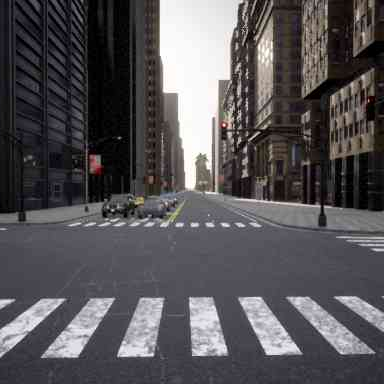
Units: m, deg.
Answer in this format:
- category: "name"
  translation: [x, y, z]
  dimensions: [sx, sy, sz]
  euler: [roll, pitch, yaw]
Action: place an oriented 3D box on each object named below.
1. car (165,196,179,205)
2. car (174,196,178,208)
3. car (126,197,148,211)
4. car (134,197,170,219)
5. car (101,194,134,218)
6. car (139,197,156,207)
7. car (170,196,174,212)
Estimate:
- category: "car"
  translation: [-3.422, 1.466, 58.478]
  dimensions: [2.033, 1.411, 5.357]
  euler: [0, 0, 0]
- category: "car"
  translation: [-3.444, 1.502, 48.061]
  dimensions: [1.994, 1.385, 4.181]
  euler: [0, 0, -1]
- category: "car"
  translation: [-6.663, 1.429, 40.663]
  dimensions: [1.882, 1.535, 5.008]
  euler: [0, 0, 0]
- category: "car"
  translation: [-3.399, 1.323, 29.054]
  dimensions: [2.097, 1.767, 4.553]
  euler: [0, 0, 0]
- category: "car"
  translation: [-6.654, 1.190, 30.658]
  dimensions: [2.150, 2.045, 5.566]
  euler: [0, 0, 0]
- category: "car"
  translation: [-6.687, 1.497, 50.554]
  dimensions: [1.994, 1.385, 4.181]
  euler: [0, 0, 0]
- category: "car"
  translation: [-3.418, 1.481, 38.036]
  dimensions: [1.812, 1.442, 4.674]
  euler: [0, 0, 0]
